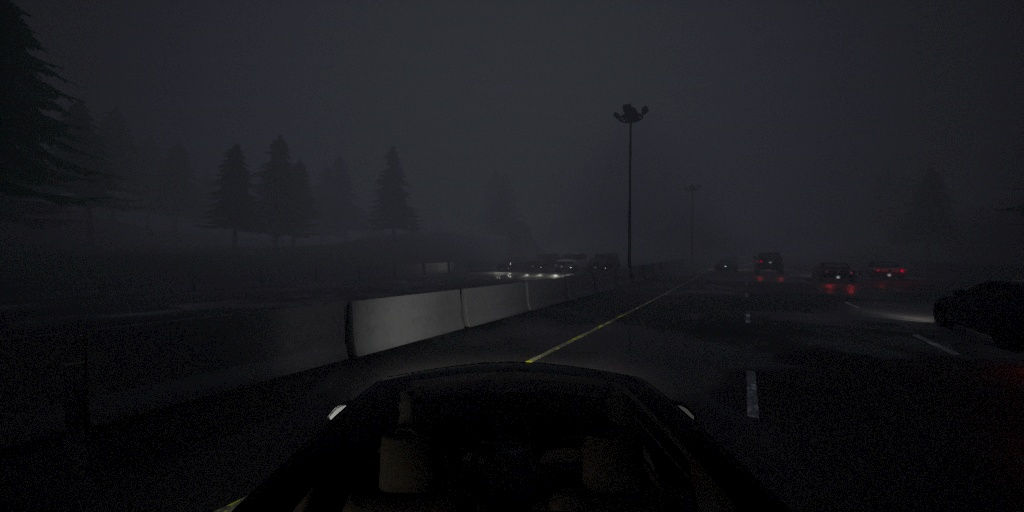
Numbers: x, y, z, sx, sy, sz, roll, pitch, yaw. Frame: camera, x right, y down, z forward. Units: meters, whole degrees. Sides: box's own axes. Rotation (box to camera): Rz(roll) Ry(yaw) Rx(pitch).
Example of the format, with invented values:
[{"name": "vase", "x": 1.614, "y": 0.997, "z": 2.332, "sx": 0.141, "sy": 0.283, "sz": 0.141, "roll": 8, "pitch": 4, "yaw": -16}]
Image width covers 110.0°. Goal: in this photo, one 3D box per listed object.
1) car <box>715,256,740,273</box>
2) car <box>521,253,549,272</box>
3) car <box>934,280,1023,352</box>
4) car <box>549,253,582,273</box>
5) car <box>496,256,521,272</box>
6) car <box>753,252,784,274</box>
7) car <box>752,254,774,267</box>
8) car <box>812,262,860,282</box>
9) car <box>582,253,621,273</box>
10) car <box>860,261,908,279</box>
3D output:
[{"name": "car", "x": 22.117, "y": 0.956, "z": 36.981, "sx": 1.994, "sy": 1.385, "sz": 4.181, "roll": 0, "pitch": 1, "yaw": 33}, {"name": "car", "x": 3.712, "y": 0.708, "z": 40.943, "sx": 2.150, "sy": 2.045, "sz": 5.566, "roll": 0, "pitch": 1, "yaw": 33}, {"name": "car", "x": 11.765, "y": 1.259, "z": 8.142, "sx": 1.812, "sy": 1.442, "sz": 4.674, "roll": 0, "pitch": 0, "yaw": 33}, {"name": "car", "x": 6.555, "y": 0.702, "z": 38.897, "sx": 2.150, "sy": 2.045, "sz": 5.566, "roll": 0, "pitch": 1, "yaw": 33}, {"name": "car", "x": 0.094, "y": 0.857, "z": 41.820, "sx": 2.097, "sy": 1.767, "sz": 4.553, "roll": 0, "pitch": 1, "yaw": 33}, {"name": "car", "x": 24.676, "y": 0.628, "z": 34.490, "sx": 2.150, "sy": 2.045, "sz": 5.566, "roll": 0, "pitch": 1, "yaw": 33}, {"name": "car", "x": 32.800, "y": 0.583, "z": 47.011, "sx": 2.128, "sy": 1.511, "sz": 4.902, "roll": 0, "pitch": 1, "yaw": 32}, {"name": "car", "x": 23.739, "y": 1.125, "z": 26.613, "sx": 1.895, "sy": 1.301, "sz": 4.718, "roll": 0, "pitch": 1, "yaw": 33}, {"name": "car", "x": 9.618, "y": 0.711, "z": 37.184, "sx": 2.150, "sy": 2.045, "sz": 5.566, "roll": 0, "pitch": 1, "yaw": 33}, {"name": "car", "x": 28.921, "y": 1.064, "z": 28.171, "sx": 1.895, "sy": 1.301, "sz": 4.718, "roll": 0, "pitch": 1, "yaw": 33}]
